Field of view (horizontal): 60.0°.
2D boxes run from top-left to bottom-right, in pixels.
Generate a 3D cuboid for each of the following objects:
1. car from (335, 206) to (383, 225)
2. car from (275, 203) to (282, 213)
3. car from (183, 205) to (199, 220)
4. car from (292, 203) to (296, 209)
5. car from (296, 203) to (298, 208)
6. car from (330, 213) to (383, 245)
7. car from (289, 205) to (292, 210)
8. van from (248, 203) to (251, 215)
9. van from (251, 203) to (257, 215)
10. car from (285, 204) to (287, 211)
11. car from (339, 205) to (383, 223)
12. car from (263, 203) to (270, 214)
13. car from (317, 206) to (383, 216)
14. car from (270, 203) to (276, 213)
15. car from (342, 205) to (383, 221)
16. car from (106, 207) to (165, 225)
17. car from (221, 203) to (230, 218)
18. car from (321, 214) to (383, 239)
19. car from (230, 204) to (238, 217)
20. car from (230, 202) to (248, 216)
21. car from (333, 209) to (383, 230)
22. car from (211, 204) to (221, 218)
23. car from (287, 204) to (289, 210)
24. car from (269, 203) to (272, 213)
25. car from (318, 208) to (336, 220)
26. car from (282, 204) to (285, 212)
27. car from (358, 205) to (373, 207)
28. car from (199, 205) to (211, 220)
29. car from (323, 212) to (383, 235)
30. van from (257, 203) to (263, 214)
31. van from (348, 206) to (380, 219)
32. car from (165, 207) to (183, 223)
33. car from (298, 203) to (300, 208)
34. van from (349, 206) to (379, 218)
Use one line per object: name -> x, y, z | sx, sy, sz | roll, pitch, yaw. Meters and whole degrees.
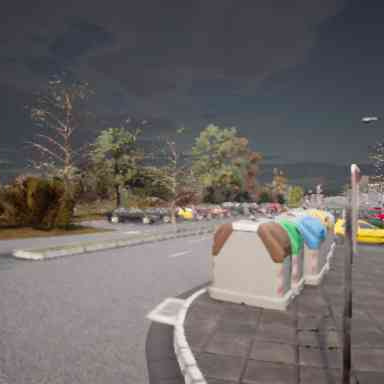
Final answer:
car -> 20.804, 2.838, 40.669 | 5.566, 2.045, 2.435 | 2, -1, 8
car -> 14.947, 3.263, 68.446 | 5.566, 2.045, 2.435 | 1, -1, 8
car -> -2.344, 2.325, 36.197 | 5.366, 1.575, 1.946 | 1, -1, 8
car -> 23.066, 4.118, 84.263 | 4.792, 1.488, 2.163 | 1, -1, 7
car -> 24.438, 4.214, 86.923 | 4.792, 1.488, 2.163 | 1, -2, 6
car -> 9.637, 2.290, 19.397 | 5.366, 1.575, 1.946 | 2, -1, 8
car -> 20.450, 3.898, 78.967 | 5.008, 1.535, 2.097 | 1, -1, 7
van -> 6.731, 2.712, 52.662 | 4.442, 1.987, 1.878 | 1, -2, 8
van -> 8.124, 2.808, 55.291 | 4.442, 1.987, 1.878 | 1, -2, 8
car -> 17.733, 3.708, 73.695 | 4.892, 1.521, 2.231 | 1, -1, 8
car -> 23.682, 3.034, 45.978 | 5.566, 2.045, 2.435 | 2, -1, 8
car -> 10.978, 3.225, 60.531 | 5.366, 1.575, 1.946 | 1, -2, 8
car -> 10.920, 2.148, 22.092 | 5.566, 2.045, 2.435 | 2, -1, 8
car -> 13.609, 3.448, 65.810 | 4.792, 1.488, 2.163 | 1, -2, 8
car -> 26.501, 3.228, 51.280 | 5.566, 2.045, 2.435 | 2, -1, 8
car -> -5.354, 2.110, 30.192 | 4.892, 1.521, 2.231 | 1, -2, 8
car -> 2.456, 2.521, 44.782 | 4.553, 1.767, 2.185 | 1, -1, 8
car -> 12.306, 2.544, 24.740 | 4.674, 1.452, 2.002 | 2, -1, 8
car -> 3.818, 2.783, 47.417 | 4.674, 1.452, 2.002 | 1, -2, 8
car -> 5.191, 2.588, 50.050 | 5.566, 2.045, 2.435 | 1, -1, 8
car -> 16.556, 2.673, 32.724 | 4.553, 1.767, 2.185 | 2, -1, 8
car -> 0.998, 2.424, 42.172 | 4.553, 1.767, 2.185 | 1, -2, 8
car -> 19.124, 3.677, 76.331 | 4.553, 1.767, 2.185 | 1, -1, 7
car -> 12.156, 3.350, 63.182 | 4.792, 1.488, 2.163 | 1, -1, 8
car -> 20.275, 3.257, 49.766 | 1.882, 1.535, 5.008 | 1, -1, 28
car -> 16.538, 3.610, 71.047 | 5.366, 1.575, 1.946 | 1, -2, 8
car -> 17.979, 2.644, 35.363 | 5.566, 2.045, 2.435 | 2, -1, 8
car -> -0.539, 2.470, 39.169 | 4.792, 1.488, 2.163 | 1, -2, 8
car -> 13.741, 2.605, 27.403 | 5.008, 1.535, 2.097 | 2, -1, 8
van -> 9.518, 2.905, 57.921 | 4.442, 1.987, 1.878 | 1, -2, 8
van -> 29.177, 3.441, 56.598 | 4.442, 1.987, 1.878 | 2, -1, 8
car -> -3.749, 2.221, 33.180 | 4.892, 1.521, 2.231 | 1, -1, 8
car -> 25.702, 4.278, 89.583 | 5.008, 1.535, 2.097 | 1, -1, 6
van -> 31.994, 3.635, 61.920 | 4.442, 1.987, 1.878 | 2, -1, 8
